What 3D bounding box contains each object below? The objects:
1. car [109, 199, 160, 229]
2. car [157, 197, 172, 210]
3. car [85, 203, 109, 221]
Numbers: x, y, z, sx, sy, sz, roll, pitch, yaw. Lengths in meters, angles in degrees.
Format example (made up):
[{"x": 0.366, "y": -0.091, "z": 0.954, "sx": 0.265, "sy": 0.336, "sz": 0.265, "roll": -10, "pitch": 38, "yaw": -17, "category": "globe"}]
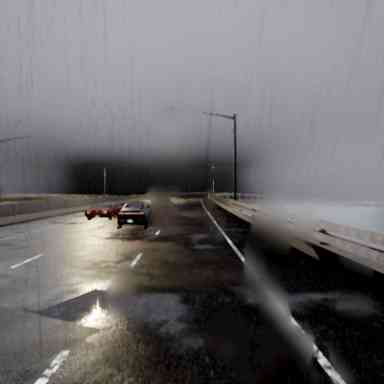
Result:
[{"x": -3.506, "y": 1.431, "z": 21.250, "sx": 2.128, "sy": 1.511, "sz": 4.902, "roll": 0, "pitch": 0, "yaw": 0, "category": "car"}, {"x": -3.478, "y": 1.378, "z": 39.949, "sx": 1.837, "sy": 1.490, "sz": 4.892, "roll": 0, "pitch": 0, "yaw": 0, "category": "car"}, {"x": -7.011, "y": 1.531, "z": 26.815, "sx": 1.895, "sy": 1.301, "sz": 4.718, "roll": 0, "pitch": 0, "yaw": 0, "category": "car"}]
